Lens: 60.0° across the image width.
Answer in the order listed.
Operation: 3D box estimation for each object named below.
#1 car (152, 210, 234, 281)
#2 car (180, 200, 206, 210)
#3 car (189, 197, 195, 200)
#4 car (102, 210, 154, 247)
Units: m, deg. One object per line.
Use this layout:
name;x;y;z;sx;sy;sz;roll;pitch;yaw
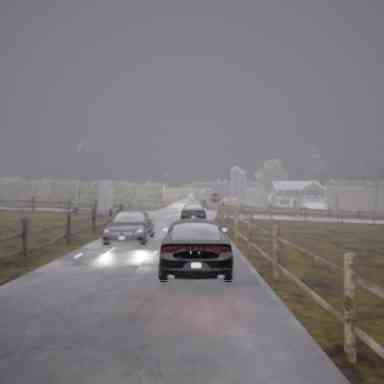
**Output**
car;0.095;1.530;10.038;1.882;1.535;5.008;0;0;0
car;0.099;1.628;25.930;1.882;1.535;5.008;0;0;0
car;-0.024;2.287;95.508;2.128;1.511;4.902;0;0;0
car;-2.835;1.612;15.774;1.812;1.442;4.674;0;0;0
